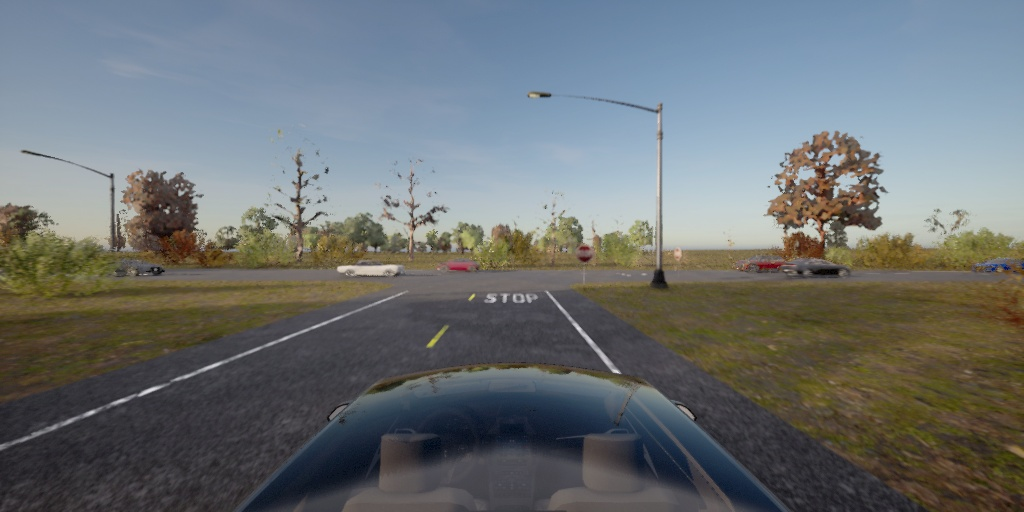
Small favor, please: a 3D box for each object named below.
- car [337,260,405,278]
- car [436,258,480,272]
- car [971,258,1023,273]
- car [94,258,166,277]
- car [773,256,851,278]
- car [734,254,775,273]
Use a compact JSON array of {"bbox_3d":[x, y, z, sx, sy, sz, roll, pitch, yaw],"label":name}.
[{"bbox_3d":[-10.813,0.973,27.868,4.718,1.301,1.895,0,1,-2],"label":"car"},{"bbox_3d":[-5.216,0.859,35.018,4.181,1.385,1.994,0,1,-1],"label":"car"},{"bbox_3d":[50.063,0.969,36.608,5.008,1.535,1.882,-1,1,-2],"label":"car"},{"bbox_3d":[-29.193,0.853,27.313,4.181,1.385,1.994,0,1,-2],"label":"car"},{"bbox_3d":[24.386,0.981,28.826,4.902,1.511,2.128,0,1,-2],"label":"car"},{"bbox_3d":[24.839,0.693,35.853,4.553,1.767,2.097,1,1,-2],"label":"car"}]
